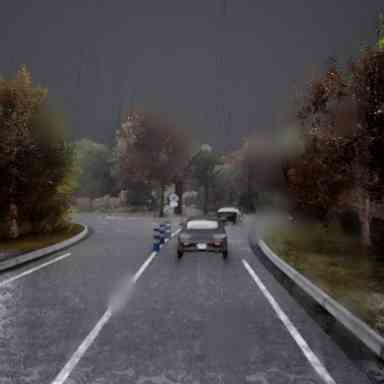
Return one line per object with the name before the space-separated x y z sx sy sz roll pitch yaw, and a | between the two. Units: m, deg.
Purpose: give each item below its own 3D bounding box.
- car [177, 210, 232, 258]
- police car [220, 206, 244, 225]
car | 0.462 1.664 13.335 1.812 1.442 4.674 0 -1 3
police car | 3.524 2.094 30.787 1.930 1.638 5.238 -1 -2 18
